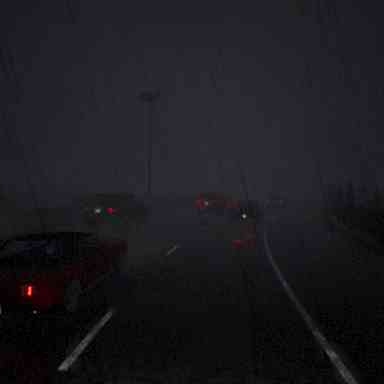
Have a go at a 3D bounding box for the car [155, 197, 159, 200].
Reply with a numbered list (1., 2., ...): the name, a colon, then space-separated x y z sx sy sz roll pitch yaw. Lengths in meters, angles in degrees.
1. car: -6.441 1.150 46.121 1.882 1.535 5.008 0 0 24

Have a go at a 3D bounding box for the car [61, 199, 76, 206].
1. car: -9.464 1.287 28.523 1.837 1.490 4.892 0 0 17

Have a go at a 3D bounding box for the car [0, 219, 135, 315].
1. car: -2.912 1.542 7.446 1.895 1.301 4.718 0 0 5

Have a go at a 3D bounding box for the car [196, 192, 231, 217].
1. car: 2.109 1.027 29.630 2.150 2.045 5.566 0 0 20

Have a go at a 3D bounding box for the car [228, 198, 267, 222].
1. car: 4.277 1.350 24.957 1.837 1.490 4.892 0 1 17

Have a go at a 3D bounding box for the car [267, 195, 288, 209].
1. car: 10.428 1.107 40.536 2.097 1.767 4.553 0 0 23

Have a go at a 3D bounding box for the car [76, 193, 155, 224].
1. car: -4.368 1.074 20.102 2.150 2.045 5.566 0 0 13

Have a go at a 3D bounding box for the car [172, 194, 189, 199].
1. car: -2.148 1.088 64.552 2.128 1.511 4.902 0 0 24
